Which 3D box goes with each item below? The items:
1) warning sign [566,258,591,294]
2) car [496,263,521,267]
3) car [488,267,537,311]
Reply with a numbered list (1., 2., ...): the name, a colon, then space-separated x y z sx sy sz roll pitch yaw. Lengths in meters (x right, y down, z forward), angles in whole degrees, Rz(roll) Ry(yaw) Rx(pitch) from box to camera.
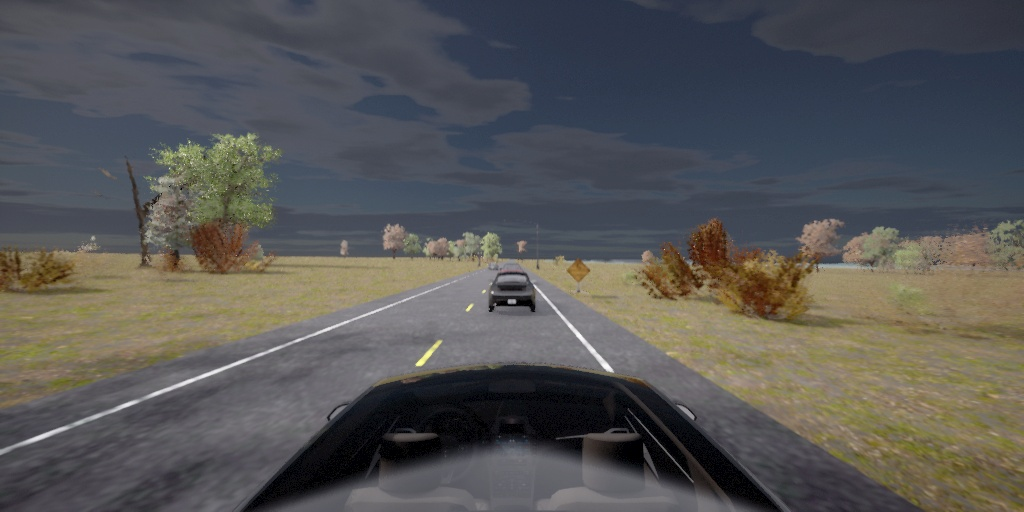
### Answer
1. warning sign: 3.546 1.052 19.076 1.300 1.860 1.060 0 0 0
2. car: 0.015 1.409 30.276 2.097 1.767 4.553 0 -1 0
3. car: 0.019 1.404 15.348 1.837 1.490 4.892 0 0 1
